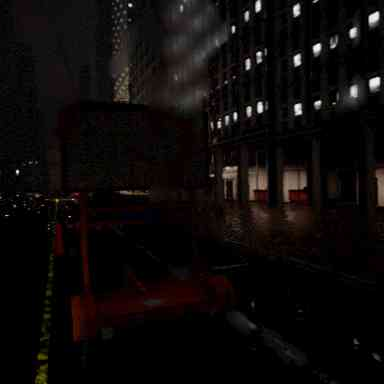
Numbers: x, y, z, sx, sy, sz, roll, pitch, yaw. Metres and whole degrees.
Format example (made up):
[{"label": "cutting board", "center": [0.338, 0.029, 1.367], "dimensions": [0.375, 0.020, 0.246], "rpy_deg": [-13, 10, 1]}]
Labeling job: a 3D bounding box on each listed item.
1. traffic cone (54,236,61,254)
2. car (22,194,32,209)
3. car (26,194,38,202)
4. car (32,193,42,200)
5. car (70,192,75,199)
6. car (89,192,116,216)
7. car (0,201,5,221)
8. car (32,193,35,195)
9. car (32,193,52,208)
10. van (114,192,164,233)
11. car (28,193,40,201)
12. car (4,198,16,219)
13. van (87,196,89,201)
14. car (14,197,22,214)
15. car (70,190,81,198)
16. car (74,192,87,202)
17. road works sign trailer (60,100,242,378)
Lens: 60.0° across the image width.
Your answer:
[{"label": "traffic cone", "center": [-4.653, 1.838, 11.626], "dimensions": [0.340, 0.580, 0.340], "rpy_deg": [-2, 1, -22]}, {"label": "car", "center": [-21.135, 1.313, 40.635], "dimensions": [2.008, 1.369, 4.403], "rpy_deg": [-3, 1, -22]}, {"label": "car", "center": [-29.638, 1.155, 61.718], "dimensions": [1.802, 1.307, 4.206], "rpy_deg": [-3, 1, -22]}, {"label": "car", "center": [-35.955, 0.958, 77.372], "dimensions": [1.752, 1.417, 4.829], "rpy_deg": [-3, 1, -22]}, {"label": "car", "center": [-26.132, 0.508, 75.385], "dimensions": [2.192, 1.841, 5.009], "rpy_deg": [-3, 1, -22]}, {"label": "car", "center": [-6.997, 0.931, 27.948], "dimensions": [2.192, 1.841, 5.009], "rpy_deg": [-3, 1, -22]}, {"label": "car", "center": [-12.631, 1.494, 19.551], "dimensions": [1.887, 1.381, 4.507], "rpy_deg": [-3, 1, -22]}, {"label": "car", "center": [-25.387, 1.218, 51.176], "dimensions": [2.008, 1.369, 4.403], "rpy_deg": [-3, 1, -22]}, {"label": "car", "center": [-19.318, 1.202, 43.335], "dimensions": [2.033, 1.411, 5.357], "rpy_deg": [-2, 1, -22]}, {"label": "van", "center": [-2.744, 1.051, 17.407], "dimensions": [1.690, 1.788, 3.998], "rpy_deg": [-3, 1, -22]}, {"label": "car", "center": [-31.770, 0.966, 66.986], "dimensions": [1.967, 1.590, 4.097], "rpy_deg": [-3, 1, -22]}, {"label": "car", "center": [-14.757, 1.453, 24.822], "dimensions": [2.008, 1.369, 4.403], "rpy_deg": [-3, 1, -22]}, {"label": "van", "center": [-9.122, 0.911, 33.219], "dimensions": [1.690, 1.788, 3.998], "rpy_deg": [-3, 1, -22]}, {"label": "car", "center": [-16.882, 1.437, 30.094], "dimensions": [1.802, 1.307, 4.206], "rpy_deg": [-3, 1, -22]}, {"label": "car", "center": [-28.259, 0.461, 80.656], "dimensions": [2.192, 1.841, 5.009], "rpy_deg": [-3, 1, -22]}, {"label": "car", "center": [-17.619, 0.932, 54.307], "dimensions": [2.008, 1.369, 4.403], "rpy_deg": [-3, 1, -22]}, {"label": "road works sign trailer", "center": [-0.888, 0.361, 5.604], "dimensions": [2.380, 3.560, 2.880], "rpy_deg": [-2, 1, -22]}]
